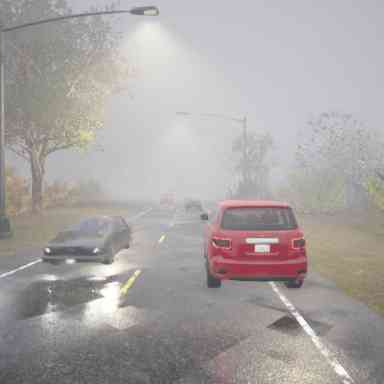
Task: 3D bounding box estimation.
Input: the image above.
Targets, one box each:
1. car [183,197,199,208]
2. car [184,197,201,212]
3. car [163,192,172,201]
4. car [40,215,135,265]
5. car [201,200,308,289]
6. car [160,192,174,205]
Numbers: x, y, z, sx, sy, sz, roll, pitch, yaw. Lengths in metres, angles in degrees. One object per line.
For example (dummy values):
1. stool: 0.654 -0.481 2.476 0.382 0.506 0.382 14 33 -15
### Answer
1. car: -0.213 1.454 48.945 2.033 1.411 5.357 0 0 -2
2. car: 0.172 1.439 38.591 1.837 1.490 4.892 0 0 -2
3. car: -5.987 0.995 81.113 2.150 2.045 5.566 0 0 -5
4. car: -3.342 1.539 11.894 2.033 1.411 5.357 0 0 1
5. car: 1.455 1.217 9.324 2.150 2.045 5.566 0 0 1
6. car: -4.193 1.109 55.702 2.150 2.045 5.566 0 0 -3
